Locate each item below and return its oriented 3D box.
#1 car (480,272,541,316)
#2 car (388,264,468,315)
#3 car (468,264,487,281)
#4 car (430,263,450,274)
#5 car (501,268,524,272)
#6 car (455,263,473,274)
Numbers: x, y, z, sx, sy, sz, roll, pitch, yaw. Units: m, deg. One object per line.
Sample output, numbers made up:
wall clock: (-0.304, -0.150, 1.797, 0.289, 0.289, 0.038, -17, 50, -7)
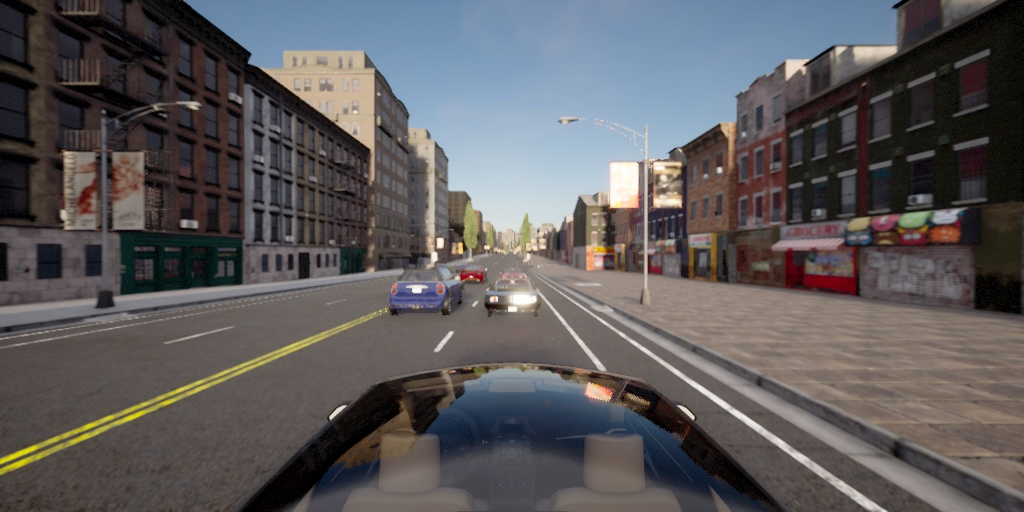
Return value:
car: (0.043, 1.449, 13.768, 1.895, 1.301, 4.718, 0, -1, 1)
car: (-3.201, 1.204, 14.271, 2.097, 1.767, 4.553, 0, -1, 1)
car: (-3.194, 1.501, 30.579, 1.882, 1.535, 5.008, 0, 0, 0)
car: (-9.837, 1.736, 49.214, 1.994, 1.385, 4.181, 0, 0, 0)
car: (0.045, 1.606, 28.785, 1.895, 1.301, 4.718, 0, -1, 1)
car: (-6.591, 1.738, 49.421, 1.994, 1.385, 4.181, 0, 0, 0)
